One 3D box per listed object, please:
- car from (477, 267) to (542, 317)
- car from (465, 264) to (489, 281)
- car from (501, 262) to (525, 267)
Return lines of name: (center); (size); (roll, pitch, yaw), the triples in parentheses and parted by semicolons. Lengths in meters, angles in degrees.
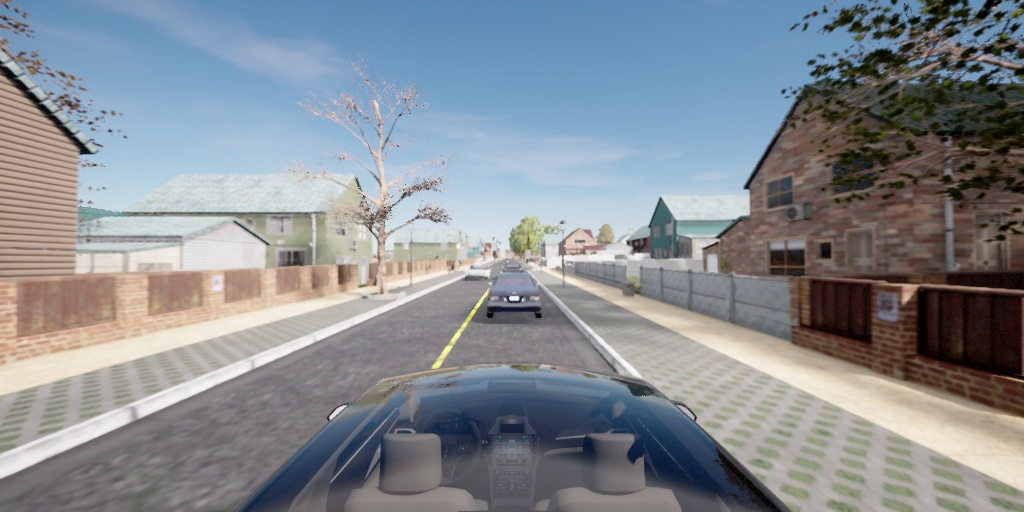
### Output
car: (0.078, 1.306, 13.175); (2.033, 1.411, 5.357); (0, 0, 0)
car: (-2.853, 1.369, 30.382); (1.895, 1.301, 4.718); (0, 0, 0)
car: (0.079, 1.261, 30.903); (2.128, 1.511, 4.902); (0, 0, 0)
